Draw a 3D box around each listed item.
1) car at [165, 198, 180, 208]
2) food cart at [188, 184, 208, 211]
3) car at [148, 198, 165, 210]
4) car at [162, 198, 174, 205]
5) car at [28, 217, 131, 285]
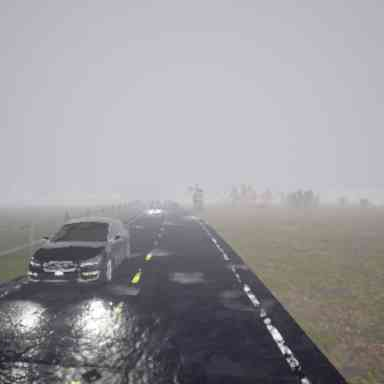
[{"bbox_3d":[-3.150,1.998,55.254,1.895,1.301,4.718,0,0,-7],"label":"car"},{"bbox_3d":[0.806,0.794,46.756,2.280,3.560,4.660,-1,-1,-5],"label":"food cart"},{"bbox_3d":[-5.486,1.838,49.885,2.128,1.511,4.902,0,0,-6],"label":"car"},{"bbox_3d":[-5.211,1.948,71.080,2.033,1.411,5.357,0,-1,-8],"label":"car"},{"bbox_3d":[-3.001,1.564,9.799,1.837,1.490,4.892,0,0,-1],"label":"car"}]
